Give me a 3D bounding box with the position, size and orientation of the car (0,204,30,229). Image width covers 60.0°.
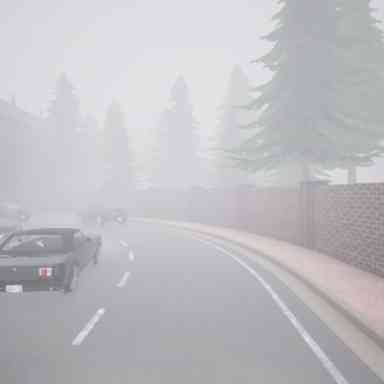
[{"bbox_3d":[-9.964,1.559,16.735,2.033,1.411,5.357,0,0,-37],"label":"car"}]

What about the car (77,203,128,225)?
[{"bbox_3d":[-6.288,1.512,23.085,1.837,1.490,4.892,0,-1,-43],"label":"car"}]

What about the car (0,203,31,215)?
[{"bbox_3d":[-13.761,1.542,24.286,4.674,1.442,1.812,0,0,30],"label":"car"}]

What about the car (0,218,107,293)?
[{"bbox_3d":[-3.660,1.606,8.726,1.895,1.301,4.718,0,0,-5],"label":"car"}]
